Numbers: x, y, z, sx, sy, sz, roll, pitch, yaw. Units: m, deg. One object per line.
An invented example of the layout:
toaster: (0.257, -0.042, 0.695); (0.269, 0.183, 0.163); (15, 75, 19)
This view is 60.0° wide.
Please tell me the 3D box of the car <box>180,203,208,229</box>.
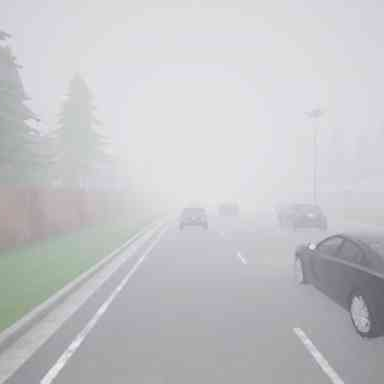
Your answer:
car: (0.121, 1.722, 23.101); (2.033, 1.411, 5.357); (0, 0, 0)

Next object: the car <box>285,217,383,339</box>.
car: (3.598, 1.529, 6.699); (1.882, 1.535, 5.008); (0, 0, 0)

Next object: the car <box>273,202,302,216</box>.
car: (10.754, 1.886, 37.773); (1.895, 1.301, 4.718); (0, 0, 0)

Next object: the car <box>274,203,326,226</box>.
car: (7.123, 1.518, 21.942); (2.097, 1.767, 4.553); (0, 0, 0)

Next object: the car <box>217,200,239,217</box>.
car: (3.740, 1.741, 34.909); (1.882, 1.535, 5.008); (0, 0, 0)

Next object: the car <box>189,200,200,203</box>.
car: (0.278, 1.957, 54.303); (2.033, 1.411, 5.357); (0, 0, 0)

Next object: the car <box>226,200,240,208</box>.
car: (7.277, 2.051, 59.742); (1.895, 1.301, 4.718); (0, 0, 0)
